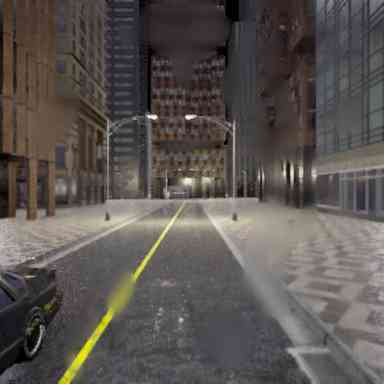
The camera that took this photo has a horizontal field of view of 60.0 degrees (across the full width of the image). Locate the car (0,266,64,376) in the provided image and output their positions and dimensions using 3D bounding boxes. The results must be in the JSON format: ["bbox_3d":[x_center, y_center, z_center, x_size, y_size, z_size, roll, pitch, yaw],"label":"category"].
[{"bbox_3d":[-3.002,1.547,3.147,2.033,1.411,5.357,0,0,0],"label":"car"}]
